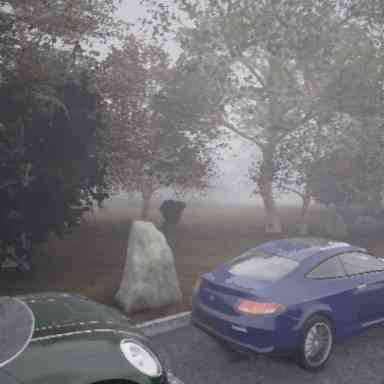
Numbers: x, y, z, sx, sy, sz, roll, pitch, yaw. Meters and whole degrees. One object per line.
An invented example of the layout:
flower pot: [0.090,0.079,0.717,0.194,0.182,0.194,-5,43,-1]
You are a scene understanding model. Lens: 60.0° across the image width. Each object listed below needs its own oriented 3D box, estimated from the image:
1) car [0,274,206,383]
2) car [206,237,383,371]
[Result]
car: [-2.407,1.356,2.344,4.553,1.767,2.185,0,0,-33]
car: [2.157,1.508,5.588,4.674,1.452,2.002,0,0,-33]
